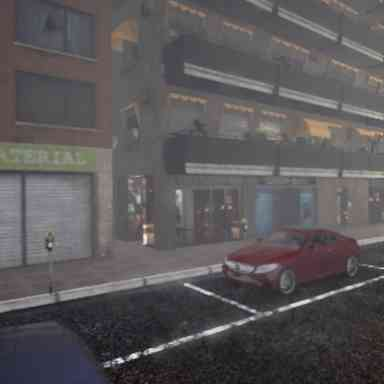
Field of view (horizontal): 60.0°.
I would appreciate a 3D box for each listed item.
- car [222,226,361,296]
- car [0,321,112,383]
[{"bbox_3d":[2.687,1.552,8.483,4.206,1.307,1.802,0,0,-35],"label":"car"},{"bbox_3d":[-2.916,1.554,1.305,5.357,1.411,2.033,-1,0,-36],"label":"car"}]
